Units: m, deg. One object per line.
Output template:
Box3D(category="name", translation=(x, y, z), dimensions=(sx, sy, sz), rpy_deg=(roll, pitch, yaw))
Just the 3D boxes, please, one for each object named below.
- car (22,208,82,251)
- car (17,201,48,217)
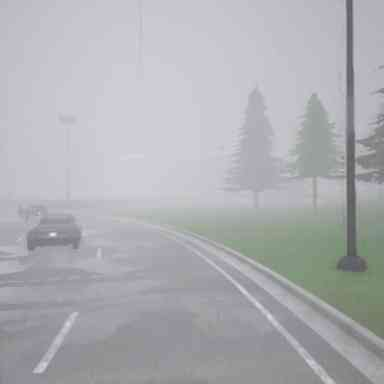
Box3D(category="car", translation=(-5.926, 1.602, 14.643), dimensions=(1.994, 1.385, 4.181), rpy_deg=(0, 0, -17))
Box3D(category="car", translation=(-14.635, 1.605, 30.501), dimensions=(1.837, 1.490, 4.892), rpy_deg=(0, 0, -38))
